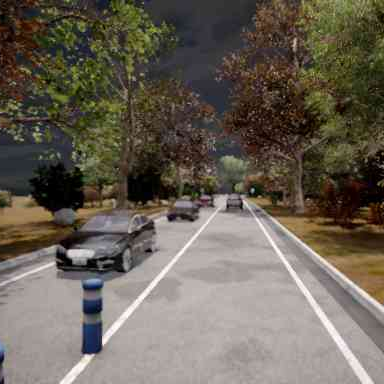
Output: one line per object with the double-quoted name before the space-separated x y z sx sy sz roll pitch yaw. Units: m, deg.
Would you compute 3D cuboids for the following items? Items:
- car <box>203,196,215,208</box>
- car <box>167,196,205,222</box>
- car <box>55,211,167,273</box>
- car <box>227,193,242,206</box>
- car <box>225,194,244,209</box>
"car" 1.756 1.200 41.389 1.994 1.385 4.181 1 0 8
"car" -0.532 1.326 24.740 2.033 1.411 5.357 1 1 8
"car" -2.432 1.408 10.564 2.128 1.511 4.902 1 1 8
"car" 6.273 1.019 48.646 2.097 1.767 4.553 1 0 8
"car" 4.894 1.177 38.311 2.128 1.511 4.902 1 0 8
